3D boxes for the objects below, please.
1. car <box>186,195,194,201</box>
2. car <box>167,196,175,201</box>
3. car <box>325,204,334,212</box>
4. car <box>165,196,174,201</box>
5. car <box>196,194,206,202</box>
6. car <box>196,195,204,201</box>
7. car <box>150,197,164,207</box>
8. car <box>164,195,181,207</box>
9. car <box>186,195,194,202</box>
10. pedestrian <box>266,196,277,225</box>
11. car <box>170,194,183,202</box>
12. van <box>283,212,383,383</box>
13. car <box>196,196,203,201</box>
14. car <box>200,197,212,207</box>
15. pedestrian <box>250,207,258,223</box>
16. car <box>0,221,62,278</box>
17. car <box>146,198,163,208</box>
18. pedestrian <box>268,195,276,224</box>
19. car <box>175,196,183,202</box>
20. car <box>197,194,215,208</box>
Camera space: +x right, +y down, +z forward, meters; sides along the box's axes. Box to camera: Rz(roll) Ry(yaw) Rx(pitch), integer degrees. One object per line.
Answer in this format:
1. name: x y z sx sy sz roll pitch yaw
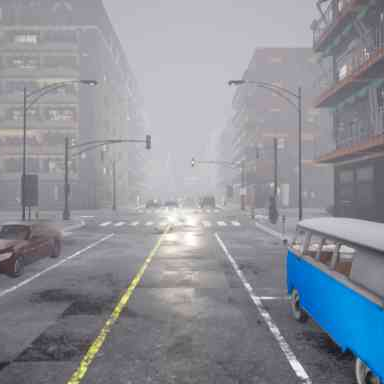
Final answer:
1. car: -0.516 1.538 88.303 2.033 1.411 5.357 0 0 0
2. car: -5.844 1.718 92.541 1.752 1.417 4.829 1 0 0
3. car: 13.581 1.452 28.094 4.403 1.369 2.008 0 -1 0
4. car: -5.813 1.712 87.149 2.008 1.369 4.403 1 0 0
5. car: 2.103 1.444 81.668 2.192 1.841 5.009 1 0 0
6. car: 2.068 1.601 87.231 1.967 1.590 4.097 1 0 0
7. car: -5.614 1.610 53.778 1.947 1.339 4.313 1 0 0
8. car: -3.135 1.604 51.096 1.994 1.385 4.181 0 0 0
9. car: -0.457 1.658 78.294 1.994 1.385 4.181 0 0 0
10. pedestrian: 5.150 1.156 21.238 0.375 1.860 0.375 1 -1 0
11. car: -3.160 1.595 66.401 1.812 1.442 4.674 0 0 0
12. van: 2.527 1.343 4.598 1.690 1.788 3.998 1 0 0
13. car: 2.033 1.776 92.791 1.802 1.307 4.206 1 0 0
14. car: 2.265 1.570 54.039 1.752 1.417 4.829 1 0 0
15. pedestrian: 4.160 1.577 22.537 0.500 1.100 0.500 1 -1 0
16. car: -5.358 1.588 10.138 1.802 1.307 4.206 1 0 0
17. car: -5.581 1.604 48.217 1.947 1.339 4.313 1 0 0
18. pedestrian: 5.292 1.155 21.952 0.375 1.860 0.375 1 -1 0
19. car: -3.226 1.636 81.458 1.812 1.442 4.674 0 0 0
20. car: 2.303 1.353 48.310 2.192 1.841 5.009 1 0 0
